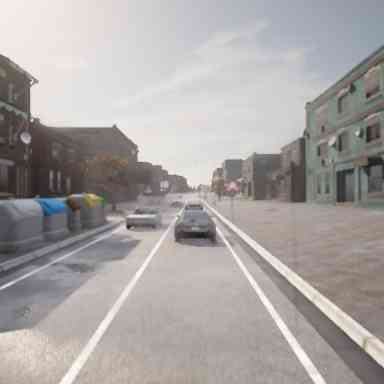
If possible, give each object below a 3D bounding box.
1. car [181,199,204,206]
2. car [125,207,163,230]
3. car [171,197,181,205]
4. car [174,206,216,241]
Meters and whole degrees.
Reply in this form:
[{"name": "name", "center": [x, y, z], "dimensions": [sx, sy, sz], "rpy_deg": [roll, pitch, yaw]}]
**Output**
[{"name": "car", "center": [0.214, 1.571, 34.344], "dimensions": [2.128, 1.511, 4.902], "rpy_deg": [0, 1, 0]}, {"name": "car", "center": [-3.029, 1.661, 21.646], "dimensions": [1.895, 1.301, 4.718], "rpy_deg": [0, 0, 0]}, {"name": "car", "center": [-2.806, 1.706, 62.835], "dimensions": [1.812, 1.442, 4.674], "rpy_deg": [0, 0, 1]}, {"name": "car", "center": [0.157, 1.605, 16.839], "dimensions": [1.994, 1.385, 4.181], "rpy_deg": [0, 0, 0]}]
